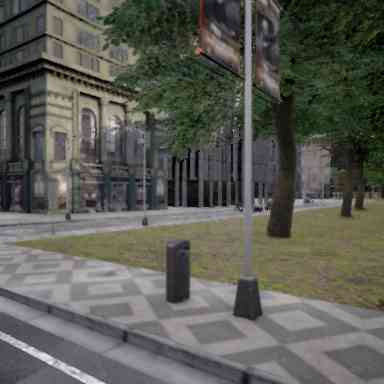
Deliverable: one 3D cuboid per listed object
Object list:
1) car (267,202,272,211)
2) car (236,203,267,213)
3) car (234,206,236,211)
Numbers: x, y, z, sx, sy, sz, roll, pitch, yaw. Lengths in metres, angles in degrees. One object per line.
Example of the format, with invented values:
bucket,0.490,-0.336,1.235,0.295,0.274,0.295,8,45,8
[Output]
car,14.108,2.419,56.600,1.837,1.490,4.892,0,0,34
car,8.669,2.405,48.451,1.895,1.301,4.718,0,-1,35
car,8.364,2.405,53.459,1.994,1.385,4.181,0,-1,34
